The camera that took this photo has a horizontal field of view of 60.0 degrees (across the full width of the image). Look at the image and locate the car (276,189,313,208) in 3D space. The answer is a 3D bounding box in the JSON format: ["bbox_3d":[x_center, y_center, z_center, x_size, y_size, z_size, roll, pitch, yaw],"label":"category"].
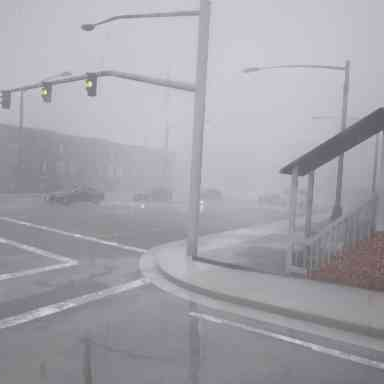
[{"bbox_3d":[12.084,0.680,38.036,2.150,2.045,5.566,5,3,36],"label":"car"}]

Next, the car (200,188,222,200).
[{"bbox_3d":[1.997,0.247,42.296,1.837,1.490,4.892,5,3,36],"label":"car"}]

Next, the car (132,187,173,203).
[{"bbox_3d":[-3.940,0.244,34.082,1.837,1.490,4.892,5,3,36],"label":"car"}]

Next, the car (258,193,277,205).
[{"bbox_3d":[9.693,0.787,40.735,1.994,1.385,4.181,5,3,36],"label":"car"}]

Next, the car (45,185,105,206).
[{"bbox_3d":[-9.283,0.228,26.668,2.128,1.511,4.902,5,3,36],"label":"car"}]
